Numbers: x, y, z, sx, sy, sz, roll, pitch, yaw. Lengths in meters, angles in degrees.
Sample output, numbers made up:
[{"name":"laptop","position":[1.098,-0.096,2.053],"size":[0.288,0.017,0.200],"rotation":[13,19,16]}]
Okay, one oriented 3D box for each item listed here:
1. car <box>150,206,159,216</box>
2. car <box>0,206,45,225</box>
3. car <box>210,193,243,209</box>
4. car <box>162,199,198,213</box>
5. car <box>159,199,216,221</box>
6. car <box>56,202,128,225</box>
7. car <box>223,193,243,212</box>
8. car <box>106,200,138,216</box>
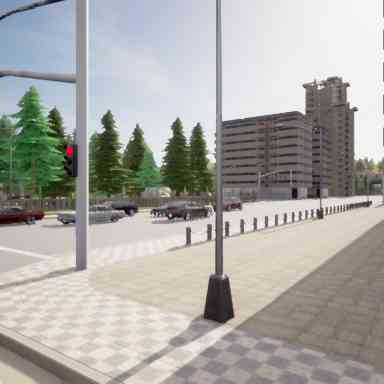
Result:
[{"name":"car","position":[-1.541,1.547,31.613],"size":[2.033,1.411,5.357],"rotation":[0,0,36]},{"name":"car","position":[-12.575,1.601,22.261],"size":[1.895,1.301,4.718],"rotation":[0,0,37]},{"name":"car","position":[4.927,1.221,46.638],"size":[2.150,2.045,5.566],"rotation":[0,0,36]},{"name":"car","position":[-1.331,1.564,37.941],"size":[1.994,1.385,4.181],"rotation":[0,0,35]},{"name":"car","position":[-0.218,1.505,27.101],"size":[1.837,1.490,4.892],"rotation":[0,0,36]},{"name":"car","position":[-7.149,1.601,23.759],"size":[1.895,1.301,4.718],"rotation":[0,0,36]},{"name":"car","position":[4.273,1.352,39.744],"size":[2.097,1.767,4.553],"rotation":[0,0,36]},{"name":"car","position":[-7.084,1.478,29.877],"size":[1.882,1.535,5.008],"rotation":[0,0,36]}]
